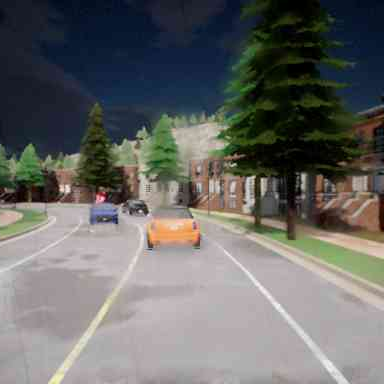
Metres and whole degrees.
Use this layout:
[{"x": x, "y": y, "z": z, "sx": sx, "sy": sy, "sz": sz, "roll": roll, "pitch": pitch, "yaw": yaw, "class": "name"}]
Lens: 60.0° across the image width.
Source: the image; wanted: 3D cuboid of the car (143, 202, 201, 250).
[{"x": -0.899, "y": 1.355, "z": 14.649, "sx": 2.097, "sy": 1.767, "sz": 4.553, "roll": 0, "pitch": 0, "yaw": -6, "class": "car"}]

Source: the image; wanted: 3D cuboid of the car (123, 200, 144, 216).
[{"x": -5.752, "y": 1.521, "z": 33.016, "sx": 1.837, "sy": 1.490, "sz": 4.892, "roll": 0, "pitch": 0, "yaw": -24, "class": "car"}]

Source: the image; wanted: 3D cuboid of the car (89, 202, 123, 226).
[{"x": -6.347, "y": 1.495, "z": 24.054, "sx": 1.882, "sy": 1.535, "sz": 5.008, "roll": 0, "pitch": 0, "yaw": -16, "class": "car"}]
